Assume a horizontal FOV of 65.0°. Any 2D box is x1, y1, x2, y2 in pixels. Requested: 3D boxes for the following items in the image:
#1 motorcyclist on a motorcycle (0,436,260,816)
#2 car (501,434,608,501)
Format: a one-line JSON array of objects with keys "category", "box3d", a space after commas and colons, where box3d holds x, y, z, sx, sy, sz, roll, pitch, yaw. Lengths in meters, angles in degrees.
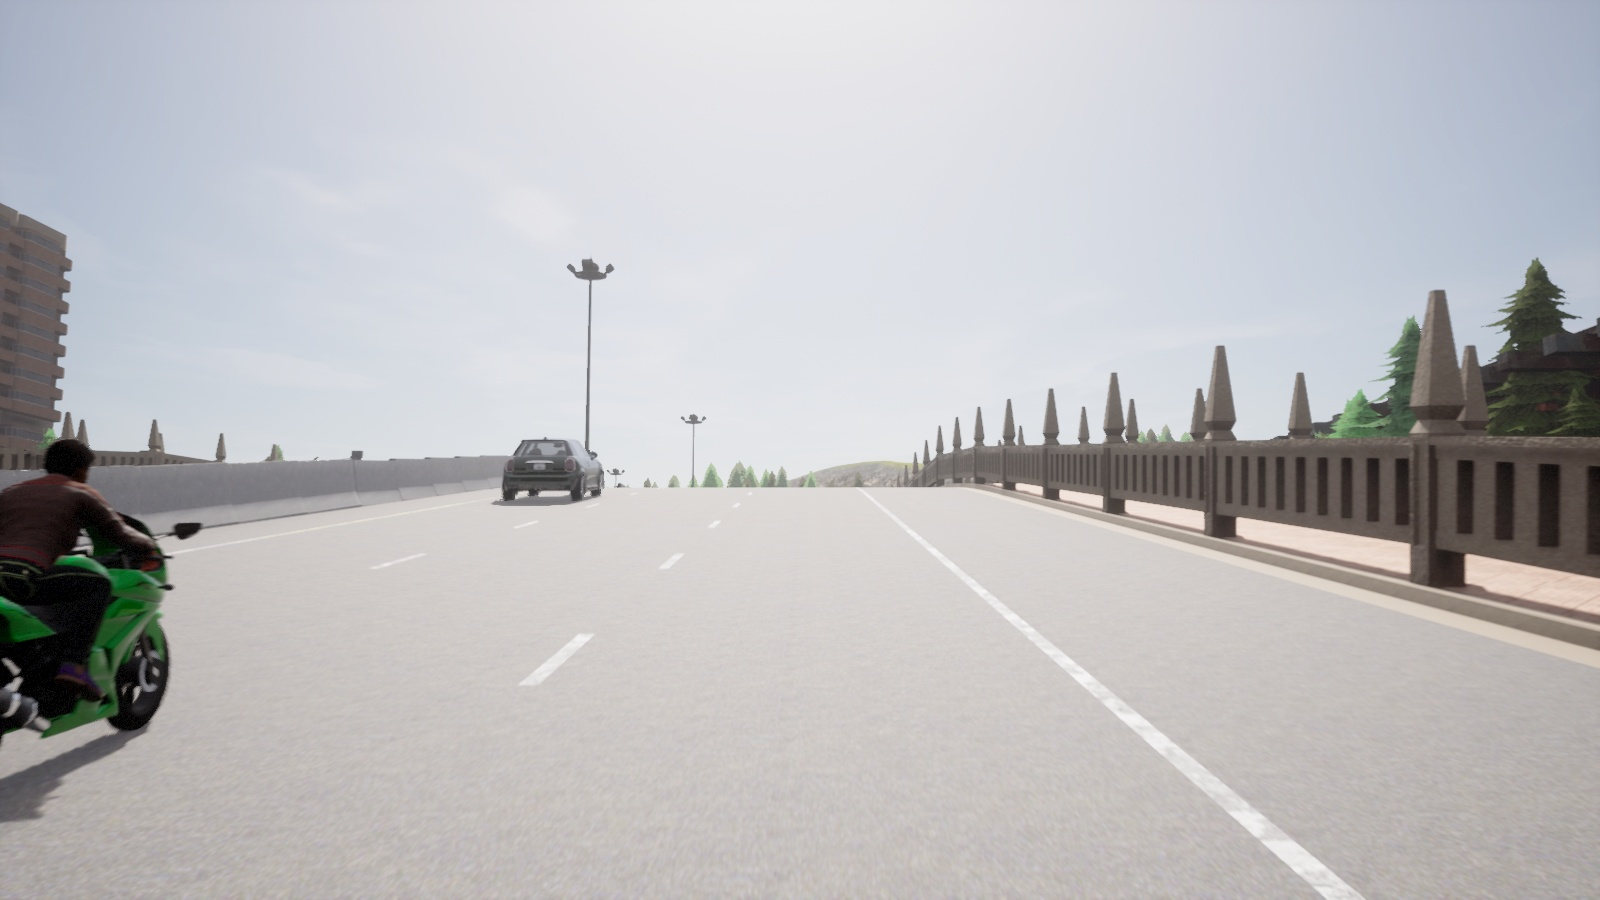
[{"category": "motorcyclist on a motorcycle", "box3d": [-3.450, 0.705, 6.058, 0.797, 1.523, 2.044, 0, 0, 0]}, {"category": "car", "box3d": [-6.781, 0.450, 35.178, 2.097, 1.767, 4.553, 0, 0, 0]}]
